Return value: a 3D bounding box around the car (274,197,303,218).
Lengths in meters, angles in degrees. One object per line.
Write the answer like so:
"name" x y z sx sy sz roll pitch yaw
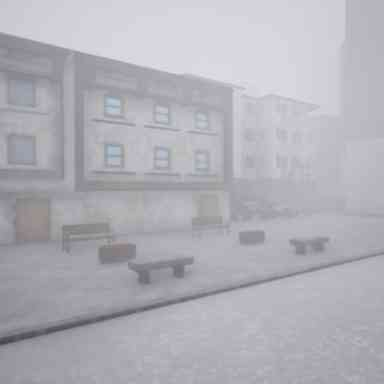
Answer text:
"car" 6.588 1.247 27.992 2.242 1.667 4.611 0 0 -25

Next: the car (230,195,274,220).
"car" 4.198 1.156 26.001 1.905 1.878 3.866 0 0 -25

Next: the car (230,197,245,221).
"car" 2.003 1.338 24.933 1.845 1.501 3.633 0 0 -25

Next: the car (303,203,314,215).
"car" 8.907 1.301 29.823 1.816 1.474 4.193 0 0 -25
